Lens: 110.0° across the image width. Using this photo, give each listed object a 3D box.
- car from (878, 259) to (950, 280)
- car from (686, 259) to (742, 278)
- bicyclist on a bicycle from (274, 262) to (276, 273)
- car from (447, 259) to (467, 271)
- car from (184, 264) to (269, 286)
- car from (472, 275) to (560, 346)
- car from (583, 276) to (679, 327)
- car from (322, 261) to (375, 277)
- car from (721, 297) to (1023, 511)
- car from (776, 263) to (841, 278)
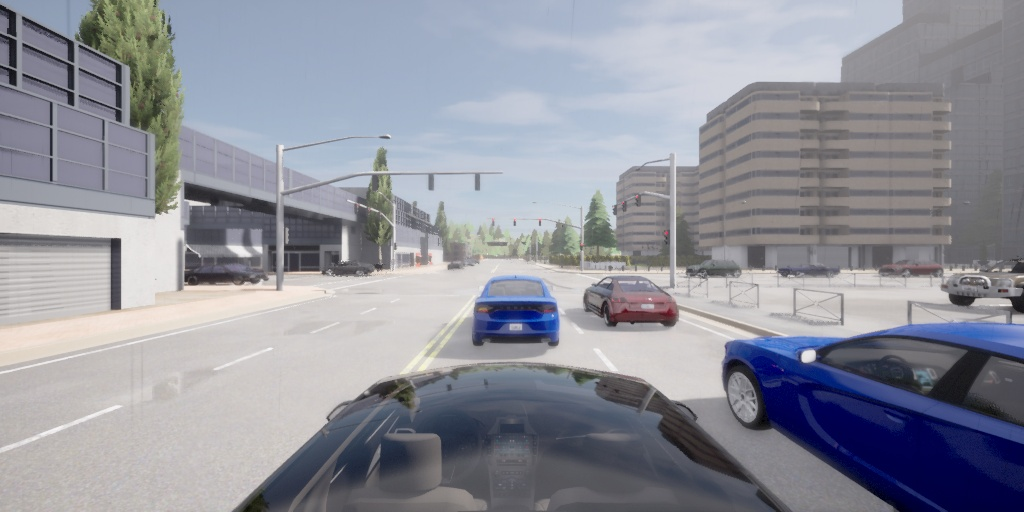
[{"bbox_3d":[37.476,1.101,33.760,4.553,1.767,2.097,0,0,-1],"label":"car"},{"bbox_3d":[18.692,1.101,33.391,4.553,1.767,2.097,0,0,-1],"label":"car"},{"bbox_3d":[-25.833,1.053,39.649,0.582,1.620,1.656,0,0,-1],"label":"bicyclist on a bicycle"},{"bbox_3d":[-7.859,1.350,49.843,1.895,1.301,4.718,0,0,-1],"label":"car"},{"bbox_3d":[-19.935,1.297,24.744,5.357,1.411,2.033,0,0,-1],"label":"car"},{"bbox_3d":[0.096,1.228,9.429,1.882,1.535,5.008,0,0,0],"label":"car"},{"bbox_3d":[3.604,1.314,11.560,1.994,1.385,4.181,0,0,0],"label":"car"},{"bbox_3d":[-16.044,1.254,35.260,4.892,1.490,1.837,0,2,-2],"label":"car"},{"bbox_3d":[3.603,1.228,2.576,1.882,1.535,5.008,0,0,0],"label":"car"},{"bbox_3d":[27.679,1.350,33.575,4.718,1.301,1.895,0,0,-1],"label":"car"}]
